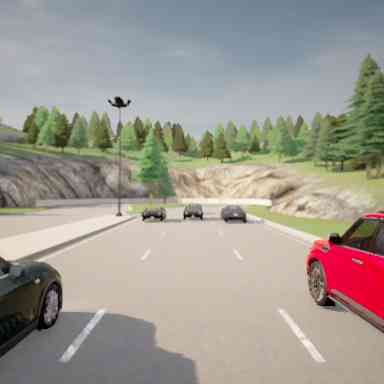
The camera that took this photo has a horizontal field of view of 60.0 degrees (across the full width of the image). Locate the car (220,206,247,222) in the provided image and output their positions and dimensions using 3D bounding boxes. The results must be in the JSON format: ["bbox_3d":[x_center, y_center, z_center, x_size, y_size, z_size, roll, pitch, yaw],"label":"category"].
[{"bbox_3d":[3.603,1.886,29.512,1.994,1.385,4.181,0,-1,0],"label":"car"}]

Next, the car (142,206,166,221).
[{"bbox_3d":[-3.397,1.936,30.721,1.895,1.301,4.718,0,-1,0],"label":"car"}]

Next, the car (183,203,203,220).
[{"bbox_3d":[0.103,1.951,32.098,1.895,1.301,4.718,0,-1,0],"label":"car"}]

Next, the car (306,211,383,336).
[{"bbox_3d":[3.601,1.279,5.042,2.150,2.045,5.566,0,-1,0],"label":"car"}]

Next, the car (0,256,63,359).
[{"bbox_3d":[-3.401,1.399,4.227,2.097,1.767,4.553,0,-1,0],"label":"car"}]

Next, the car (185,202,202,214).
[{"bbox_3d":[0.281,2.026,42.274,1.994,1.385,4.181,0,-1,2],"label":"car"}]
